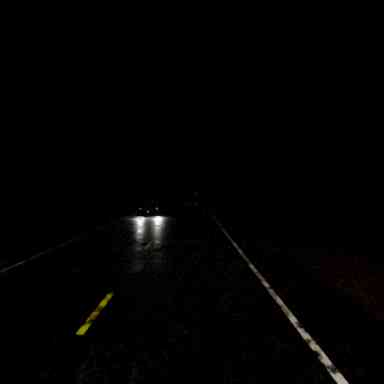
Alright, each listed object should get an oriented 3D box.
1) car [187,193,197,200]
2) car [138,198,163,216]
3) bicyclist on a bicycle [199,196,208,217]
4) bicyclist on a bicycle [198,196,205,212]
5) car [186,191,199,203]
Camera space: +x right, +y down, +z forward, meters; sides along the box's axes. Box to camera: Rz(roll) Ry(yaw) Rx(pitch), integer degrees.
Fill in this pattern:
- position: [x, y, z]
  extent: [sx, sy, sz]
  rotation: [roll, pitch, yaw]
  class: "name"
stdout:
- position: [0.018, 0.953, 73.802]
  extent: [2.033, 1.411, 5.357]
  rotation: [0, 1, 0]
  class: "car"
- position: [-3.591, 1.314, 29.456]
  extent: [1.812, 1.442, 4.674]
  rotation: [0, 0, 0]
  class: "car"
- position: [0.971, 1.187, 25.699]
  extent: [0.659, 1.776, 1.843]
  rotation: [0, 1, 0]
  class: "bicyclist on a bicycle"
- position: [0.973, 1.205, 34.287]
  extent: [0.582, 1.620, 1.656]
  rotation: [0, 0, 0]
  class: "bicyclist on a bicycle"
- position: [0.112, 1.059, 56.588]
  extent: [2.128, 1.511, 4.902]
  rotation: [0, 1, 0]
  class: "car"
